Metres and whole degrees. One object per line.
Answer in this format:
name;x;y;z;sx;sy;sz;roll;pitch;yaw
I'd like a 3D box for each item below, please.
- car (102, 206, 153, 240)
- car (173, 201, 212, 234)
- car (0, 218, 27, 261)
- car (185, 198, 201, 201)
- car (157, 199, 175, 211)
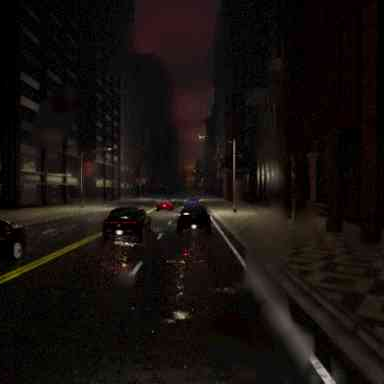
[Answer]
car;-3.149;1.493;16.850;1.837;1.490;4.892;0;0;0
car;0.102;1.492;19.269;1.837;1.490;4.892;0;0;0
car;-6.577;1.499;9.473;1.837;1.490;4.892;0;0;0
car;0.105;1.446;42.195;1.882;1.535;5.008;0;0;0
car;-3.148;1.535;40.261;1.994;1.385;4.181;0;0;0
